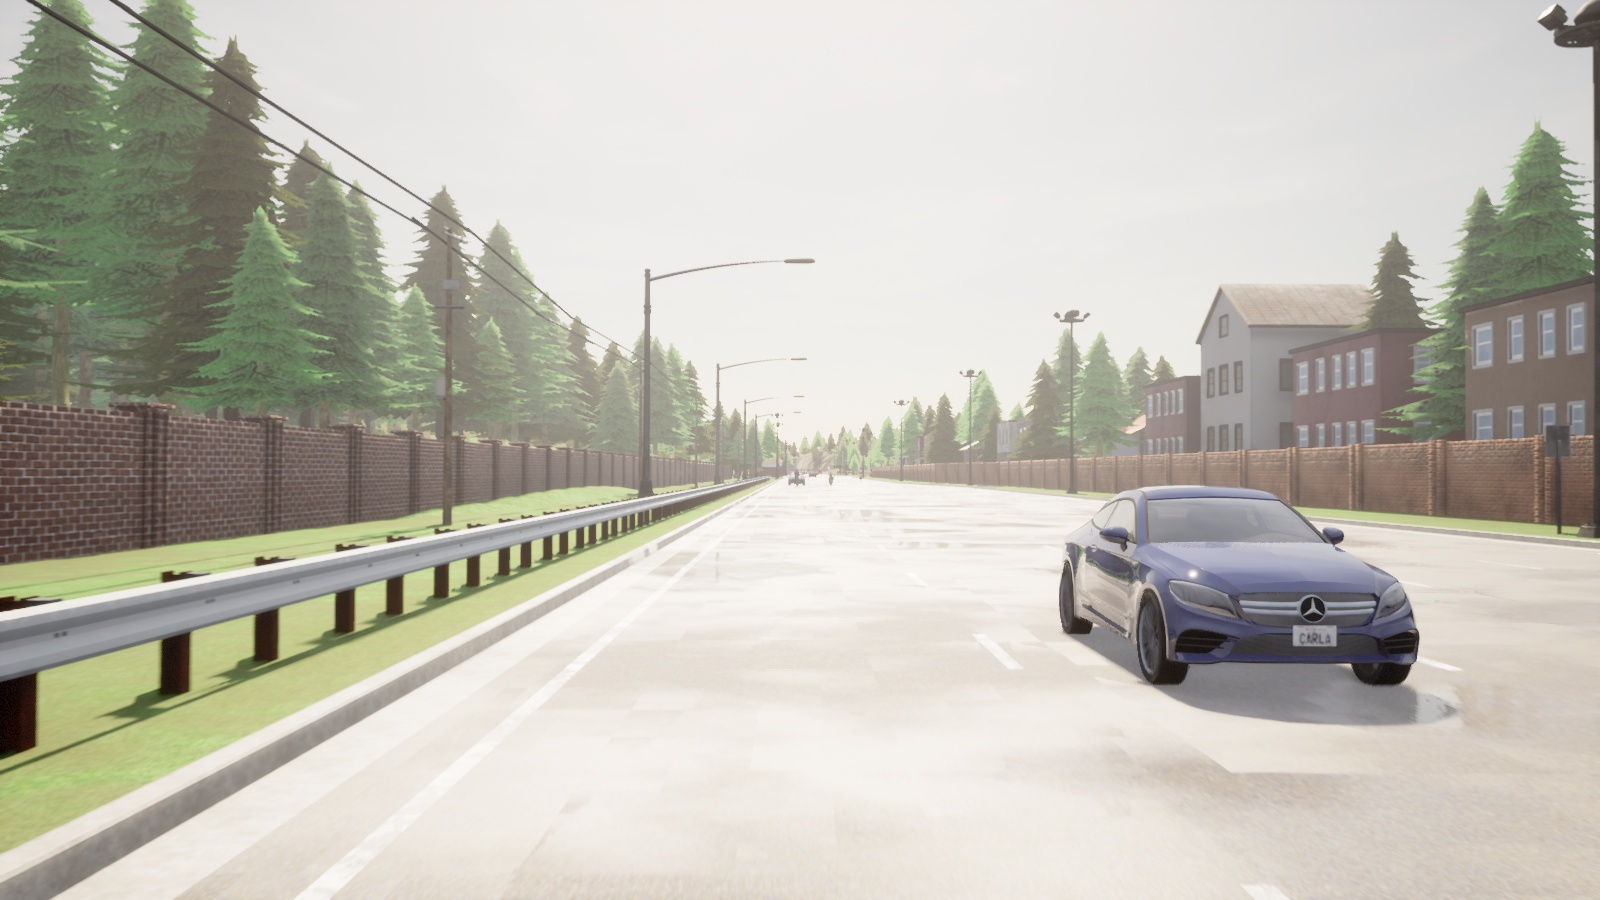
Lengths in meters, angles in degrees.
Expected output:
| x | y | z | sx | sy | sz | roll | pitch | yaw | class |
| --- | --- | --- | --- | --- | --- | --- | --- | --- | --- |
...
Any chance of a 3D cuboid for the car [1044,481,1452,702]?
| x | y | z | sx | sy | sz | roll | pitch | yaw | class |
| --- | --- | --- | --- | --- | --- | --- | --- | --- | --- |
| 3.473 | 1.007 | 10.798 | 1.812 | 1.442 | 4.674 | 0 | -1 | 0 | car |
